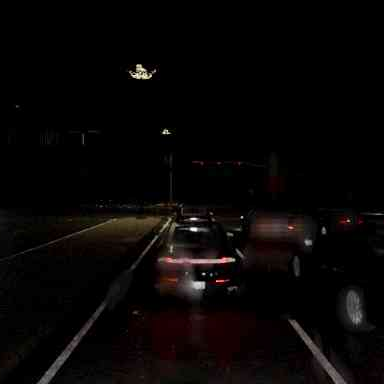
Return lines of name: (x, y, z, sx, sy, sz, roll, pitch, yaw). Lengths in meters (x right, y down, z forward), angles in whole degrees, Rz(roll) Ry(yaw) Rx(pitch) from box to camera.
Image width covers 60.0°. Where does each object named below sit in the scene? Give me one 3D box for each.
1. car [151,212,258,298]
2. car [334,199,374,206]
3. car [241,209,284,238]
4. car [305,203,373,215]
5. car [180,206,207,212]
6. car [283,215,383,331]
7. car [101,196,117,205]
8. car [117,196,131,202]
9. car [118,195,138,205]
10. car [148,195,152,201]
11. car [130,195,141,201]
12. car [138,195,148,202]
car: (0.091, 1.491, 8.495, 2.128, 1.511, 4.902, 0, 0, 0)
car: (21.140, 1.600, 43.746, 4.718, 1.301, 1.895, 0, 0, 1)
car: (3.586, 1.547, 16.510, 2.033, 1.411, 5.357, 0, 0, 0)
car: (7.084, 1.504, 16.975, 1.837, 1.490, 4.892, 0, 0, 0)
car: (0.084, 1.504, 17.916, 1.837, 1.490, 4.892, 0, 0, 0)
car: (3.593, 1.477, 6.890, 1.882, 1.535, 5.008, 0, 0, 0)
car: (-15.116, 1.476, 60.706, 1.882, 1.535, 5.008, 0, 0, 0)
car: (-15.074, 1.538, 73.999, 2.033, 1.411, 5.357, 0, 0, 0)
car: (-11.656, 1.562, 60.224, 1.994, 1.385, 4.181, 0, 0, 1)
car: (-11.585, 1.521, 88.067, 1.812, 1.442, 4.674, 0, 0, 0)
car: (-15.084, 1.522, 89.092, 2.128, 1.511, 4.902, 0, 0, 0)
car: (-11.574, 1.498, 73.721, 1.837, 1.490, 4.892, 0, 0, 0)
